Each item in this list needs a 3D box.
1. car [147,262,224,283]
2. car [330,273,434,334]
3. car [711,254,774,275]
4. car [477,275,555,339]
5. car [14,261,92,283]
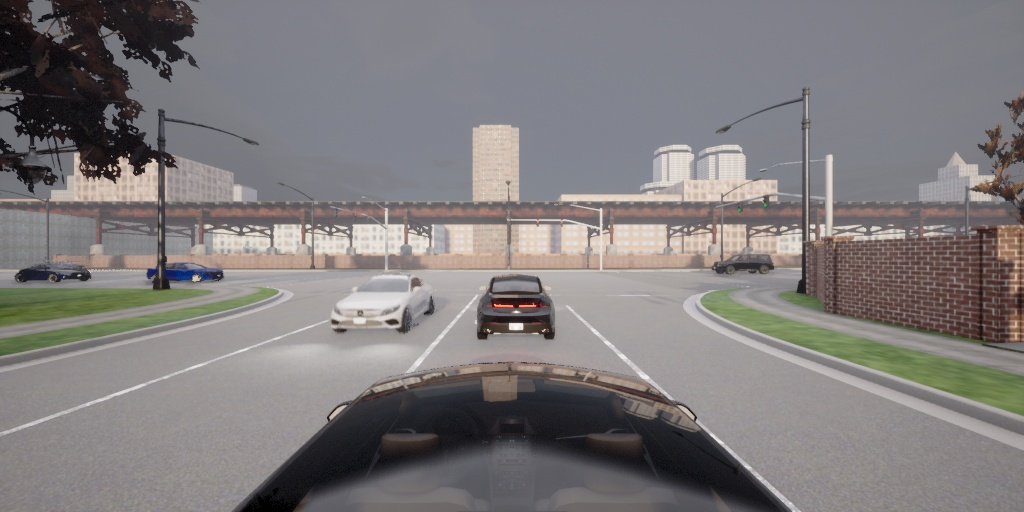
[{"bbox_3d":[-24.740,1.227,27.269,5.008,1.535,1.882,0,0,2],"label":"car"},{"bbox_3d":[-3.602,1.275,10.809,1.812,1.442,4.674,0,0,0],"label":"car"},{"bbox_3d":[23.557,0.834,36.650,5.566,2.045,2.150,-1,0,3],"label":"car"},{"bbox_3d":[0.094,1.255,10.049,1.837,1.490,4.892,0,0,0],"label":"car"},{"bbox_3d":[-35.216,1.314,27.591,4.181,1.385,1.994,0,0,2],"label":"car"}]
